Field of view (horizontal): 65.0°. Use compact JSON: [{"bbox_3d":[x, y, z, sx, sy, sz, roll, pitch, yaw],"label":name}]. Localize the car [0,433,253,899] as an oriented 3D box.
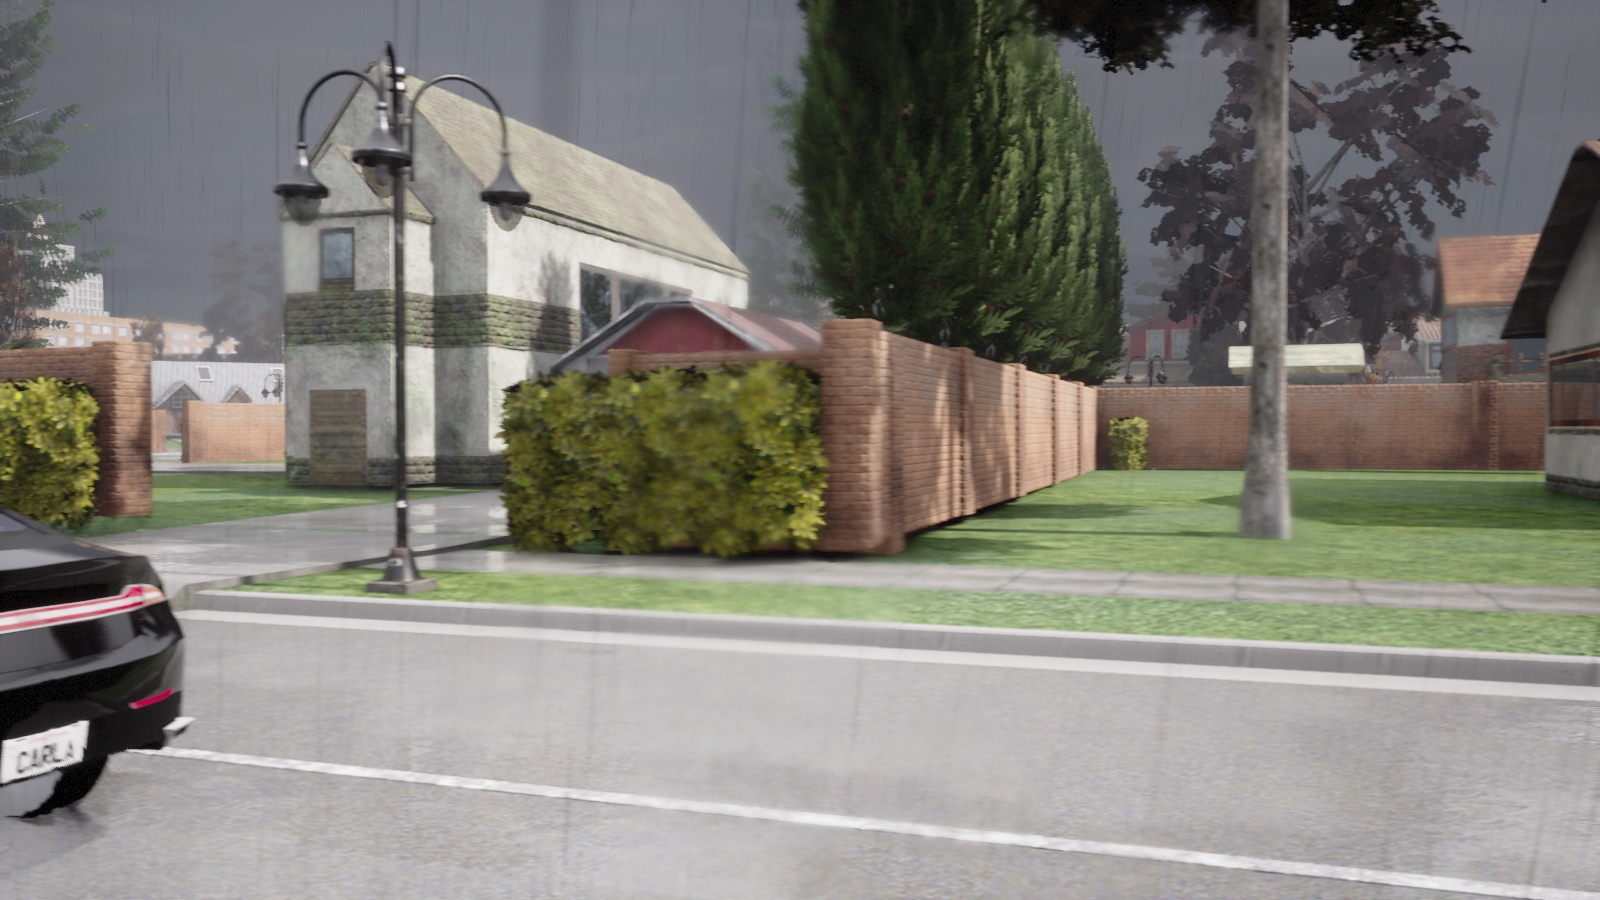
[{"bbox_3d":[-4.893,0.685,4.906,4.902,1.511,2.128,1,1,19],"label":"car"}]
